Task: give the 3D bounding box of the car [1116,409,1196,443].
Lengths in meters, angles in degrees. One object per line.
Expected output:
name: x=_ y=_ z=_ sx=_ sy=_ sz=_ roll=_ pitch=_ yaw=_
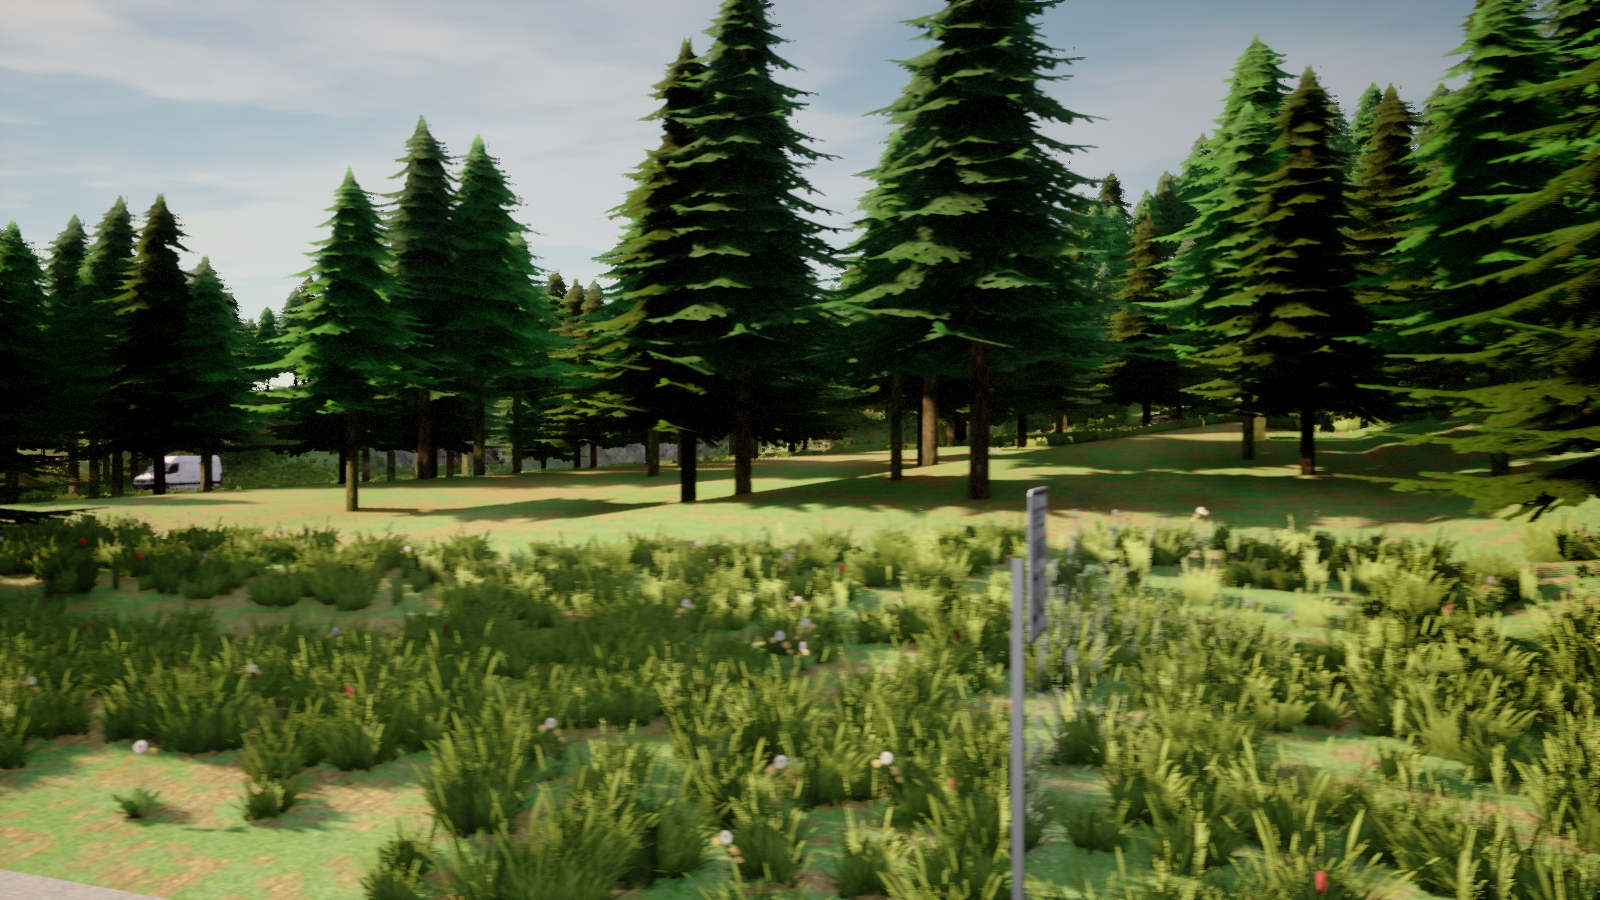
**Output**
car: x=23.309 y=-1.527 z=74.964 sx=2.097 sy=1.767 sz=4.553 roll=0 pitch=-5 yaw=-35
